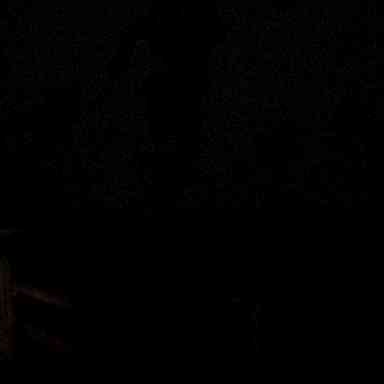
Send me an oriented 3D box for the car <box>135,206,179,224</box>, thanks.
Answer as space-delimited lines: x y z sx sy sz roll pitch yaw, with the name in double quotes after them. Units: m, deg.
-3.207 2.130 31.691 1.882 1.535 5.008 -1 -2 35 "car"
